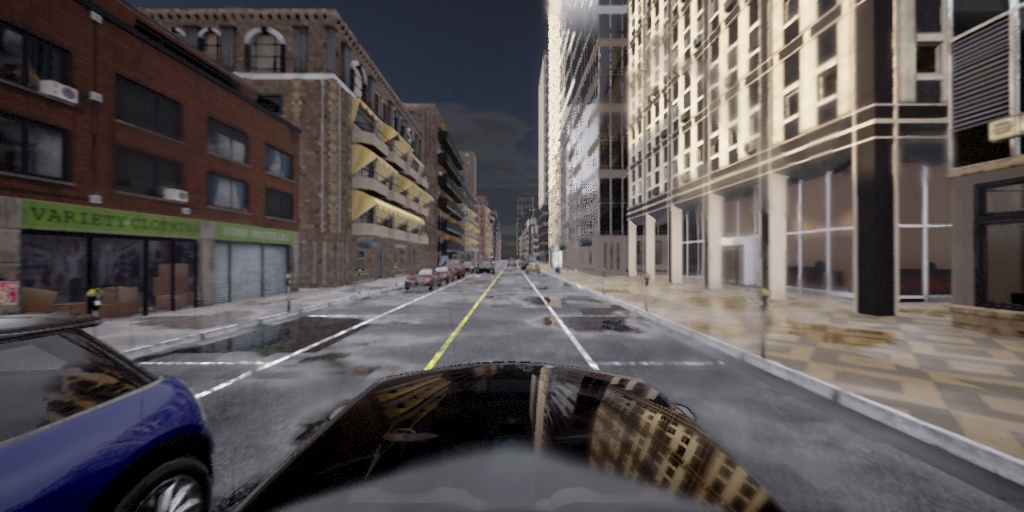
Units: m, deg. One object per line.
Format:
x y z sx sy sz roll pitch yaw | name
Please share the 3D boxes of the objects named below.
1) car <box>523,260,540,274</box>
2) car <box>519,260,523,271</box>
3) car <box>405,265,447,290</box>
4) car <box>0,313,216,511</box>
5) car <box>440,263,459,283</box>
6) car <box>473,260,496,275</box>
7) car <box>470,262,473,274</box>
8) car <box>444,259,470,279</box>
2.682 1.515 46.217 1.751 1.417 4.829 0 0 0 | car
2.345 1.555 56.858 1.837 1.490 4.892 0 0 0 | car
-5.695 1.444 23.452 1.802 1.307 4.207 0 0 0 | car
-3.098 1.096 0.522 2.097 1.767 4.553 0 0 0 | car
-5.695 1.476 29.100 1.802 1.307 4.207 0 0 0 | car
-3.092 1.323 42.843 2.097 1.767 4.553 0 0 0 | car
-5.698 1.429 46.046 1.967 1.591 4.097 0 0 0 | car
-5.697 1.240 34.749 2.192 1.841 5.009 0 0 0 | car
